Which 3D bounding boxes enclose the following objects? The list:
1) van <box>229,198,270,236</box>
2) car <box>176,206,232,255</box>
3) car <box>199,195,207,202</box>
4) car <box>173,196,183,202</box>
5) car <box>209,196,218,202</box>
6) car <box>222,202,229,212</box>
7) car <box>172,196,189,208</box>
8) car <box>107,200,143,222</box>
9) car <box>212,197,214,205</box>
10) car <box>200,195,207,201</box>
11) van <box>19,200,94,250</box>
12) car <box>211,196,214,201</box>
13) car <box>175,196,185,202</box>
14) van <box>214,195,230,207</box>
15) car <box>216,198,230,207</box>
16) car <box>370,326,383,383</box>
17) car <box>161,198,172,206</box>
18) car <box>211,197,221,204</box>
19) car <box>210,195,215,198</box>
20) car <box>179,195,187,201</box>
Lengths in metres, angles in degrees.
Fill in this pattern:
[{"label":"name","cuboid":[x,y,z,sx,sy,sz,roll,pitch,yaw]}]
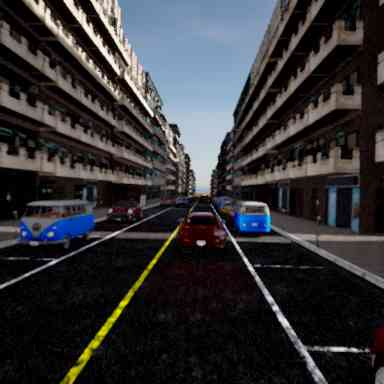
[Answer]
[{"label":"van","cuboid":[3.267,1.428,18.792,1.690,1.788,3.998,1,0,2]},{"label":"car","cuboid":[0.395,1.542,13.461,1.812,1.442,4.674,1,0,2]},{"label":"car","cuboid":[2.827,1.698,83.882,1.837,1.490,4.892,1,0,2]},{"label":"car","cuboid":[-3.157,1.568,75.729,1.752,1.417,4.829,1,0,2]},{"label":"car","cuboid":[5.614,1.824,86.968,2.008,1.369,4.403,1,0,2]},{"label":"car","cuboid":[3.458,1.679,24.473,1.802,1.307,4.206,1,0,2]},{"label":"car","cuboid":[-1.371,1.579,49.221,2.033,1.411,5.357,1,0,2]},{"label":"car","cuboid":[-4.923,1.346,24.766,1.967,1.590,4.097,1,0,2]},{"label":"car","cuboid":[4.242,1.732,47.199,1.802,1.307,4.206,1,0,2]},{"label":"car","cuboid":[3.190,1.588,94.294,1.882,1.535,5.008,1,0,2]},{"label":"van","cuboid":[-5.283,1.226,13.402,1.690,1.788,3.998,1,0,2]},{"label":"car","cuboid":[4.438,1.731,52.880,1.947,1.339,4.313,1,0,2]},{"label":"car","cuboid":[-2.955,1.613,81.580,2.008,1.369,4.403,1,0,2]},{"label":"van","cuboid":[4.049,1.476,41.519,1.690,1.788,3.998,1,0,2]},{"label":"car","cuboid":[3.856,1.647,36.006,1.752,1.417,4.829,1,0,2]},{"label":"car","cuboid":[2.681,1.603,1.747,1.887,1.381,4.507,1,0,2]},{"label":"car","cuboid":[-3.935,1.556,53.172,1.802,1.307,4.206,1,0,2]},{"label":"car","cuboid":[5.026,1.798,69.925,1.802,1.307,4.206,1,0,2]},{"label":"car","cuboid":[4.830,1.743,64.243,1.887,1.381,4.507,1,0,2]},{"label":"car","cuboid":[-2.564,1.647,92.942,1.887,1.381,4.507,1,0,2]}]
